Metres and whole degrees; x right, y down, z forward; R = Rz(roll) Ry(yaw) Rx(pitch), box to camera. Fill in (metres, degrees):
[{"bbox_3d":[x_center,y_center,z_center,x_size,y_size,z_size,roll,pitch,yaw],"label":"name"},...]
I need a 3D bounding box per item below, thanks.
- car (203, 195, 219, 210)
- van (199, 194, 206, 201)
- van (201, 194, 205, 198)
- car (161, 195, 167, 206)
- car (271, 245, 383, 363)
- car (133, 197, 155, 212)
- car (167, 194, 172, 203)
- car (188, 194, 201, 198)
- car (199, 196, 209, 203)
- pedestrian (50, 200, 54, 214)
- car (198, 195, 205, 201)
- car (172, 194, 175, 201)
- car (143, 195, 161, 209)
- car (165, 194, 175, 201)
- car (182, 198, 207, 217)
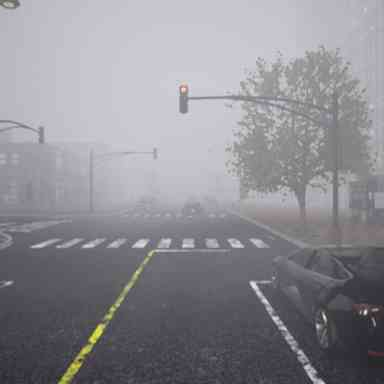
[{"bbox_3d":[2.642,1.546,44.098,1.752,1.417,4.829,0,0,0],"label":"car"},{"bbox_3d":[2.599,1.382,82.785,1.690,1.788,3.998,0,0,0],"label":"van"},{"bbox_3d":[2.637,1.365,49.479,1.690,1.788,3.998,0,0,0],"label":"van"},{"bbox_3d":[-5.751,1.577,55.018,2.008,1.369,4.403,0,0,0],"label":"car"},{"bbox_3d":[2.687,1.569,5.898,1.947,1.339,4.313,0,0,0],"label":"car"},{"bbox_3d":[-5.731,1.600,38.364,1.802,1.307,4.206,0,0,0],"label":"car"},{"bbox_3d":[-5.770,1.561,71.501,1.752,1.417,4.829,0,0,0],"label":"car"},{"bbox_3d":[0.033,1.380,57.562,2.097,1.767,4.553,0,0,0],"label":"car"},{"bbox_3d":[2.610,1.601,71.683,1.947,1.339,4.313,0,0,0],"label":"car"},{"bbox_3d":[-12.785,1.331,30.360,0.375,1.300,0.375,0,-1,-1],"label":"pedestrian"},{"bbox_3d":[2.591,1.570,88.506,1.752,1.417,4.829,0,0,0],"label":"car"},{"bbox_3d":[-5.783,1.592,82.773,2.008,1.369,4.403,0,0,0],"label":"car"},{"bbox_3d":[-5.737,1.336,43.916,2.192,1.841,5.009,0,0,0],"label":"car"},{"bbox_3d":[-5.789,1.359,88.324,2.192,1.841,5.009,0,0,0],"label":"car"},{"bbox_3d":[0.062,1.578,30.977,1.994,1.385,4.181,0,0,0],"label":"car"}]
